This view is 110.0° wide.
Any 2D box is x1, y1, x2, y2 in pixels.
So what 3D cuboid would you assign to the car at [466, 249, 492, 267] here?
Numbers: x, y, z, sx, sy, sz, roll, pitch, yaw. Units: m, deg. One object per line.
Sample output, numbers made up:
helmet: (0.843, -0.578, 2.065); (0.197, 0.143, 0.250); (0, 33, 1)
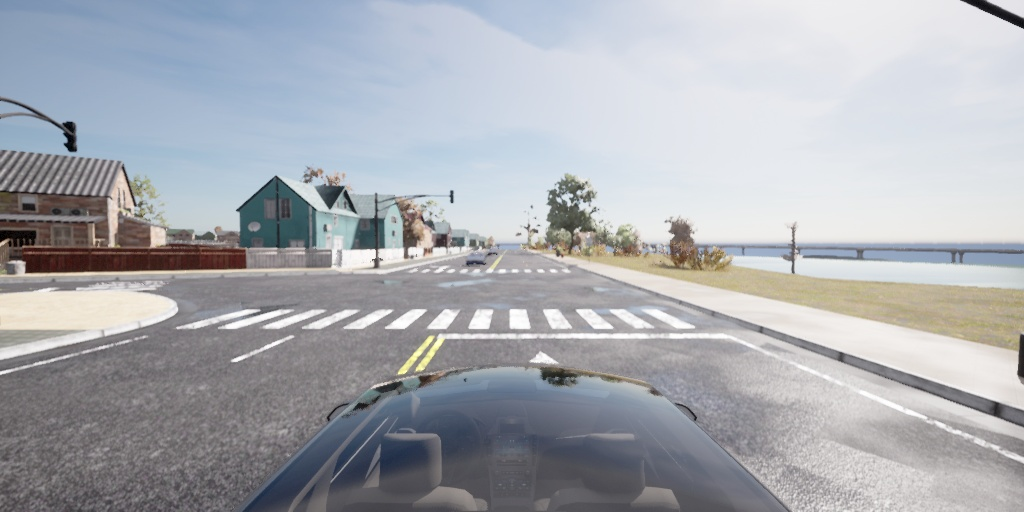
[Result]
car: (-3.417, 0.259, 35.451); (2.033, 1.411, 5.357); (0, 2, 0)
